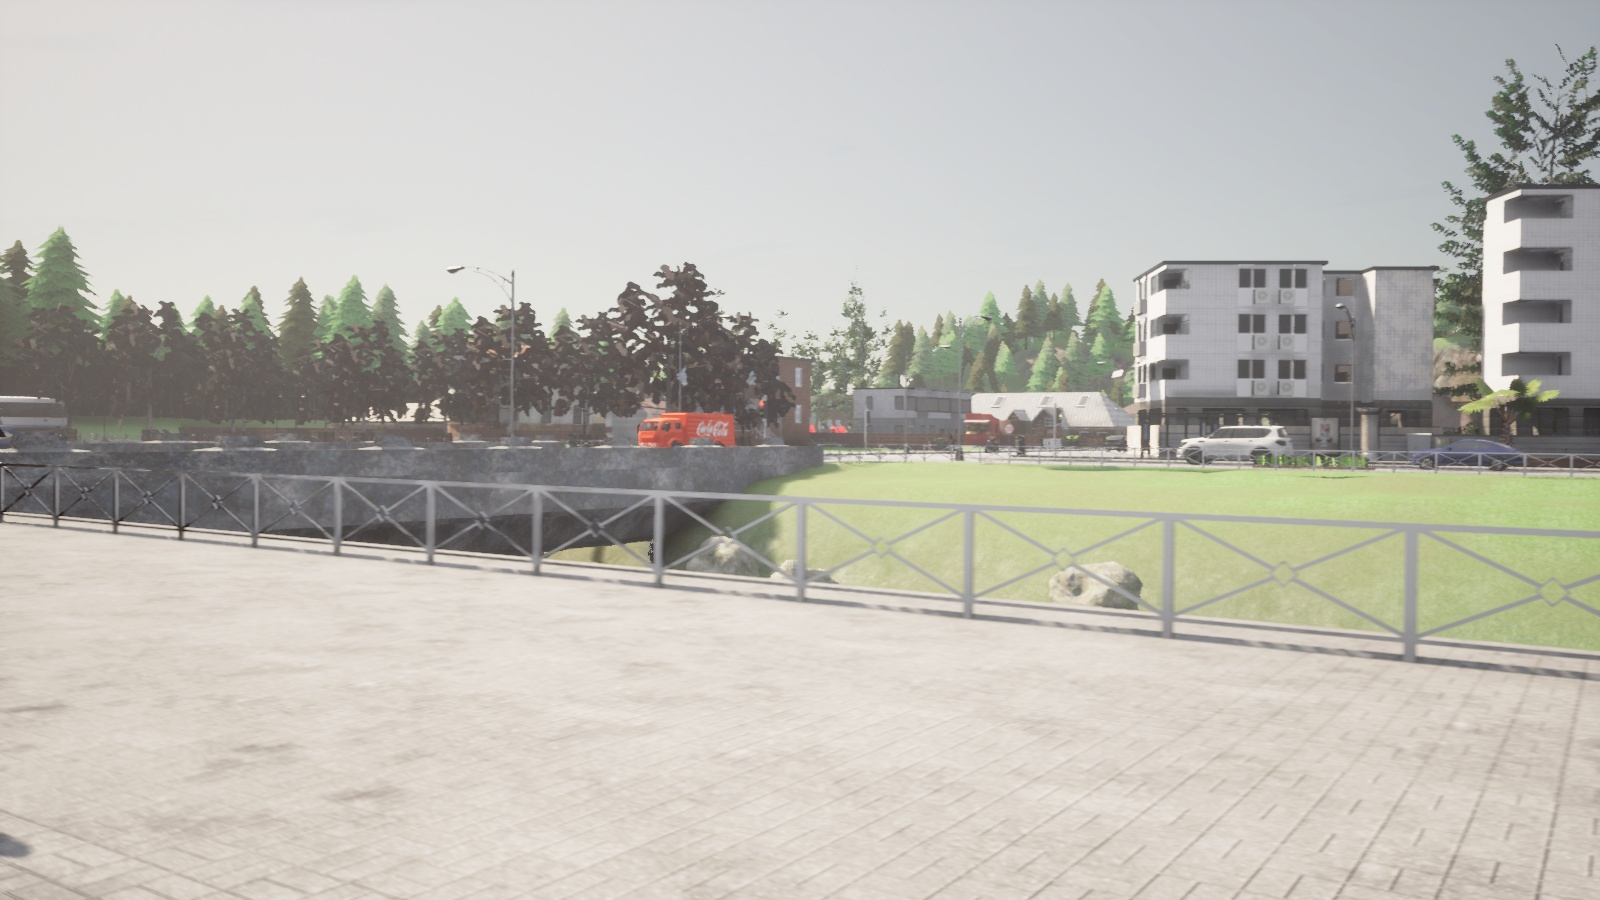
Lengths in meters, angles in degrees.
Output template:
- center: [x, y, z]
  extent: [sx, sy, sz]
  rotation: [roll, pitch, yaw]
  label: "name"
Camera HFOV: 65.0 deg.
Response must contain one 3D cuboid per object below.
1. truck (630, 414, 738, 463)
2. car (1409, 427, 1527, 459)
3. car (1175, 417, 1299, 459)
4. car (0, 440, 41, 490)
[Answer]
- center: [-6.051, -0.601, 65.909]
  extent: [2.627, 2.467, 5.204]
  rotation: [0, 1, 43]
  label: "truck"
- center: [30.762, -0.311, 57.874]
  extent: [4.674, 1.442, 1.812]
  rotation: [0, 1, 34]
  label: "car"
- center: [22.115, -0.618, 63.617]
  extent: [5.566, 2.045, 2.150]
  rotation: [0, 1, 33]
  label: "car"
- center: [-25.133, 0.459, 37.627]
  extent: [1.845, 1.501, 3.633]
  rotation: [0, 1, 34]
  label: "car"
